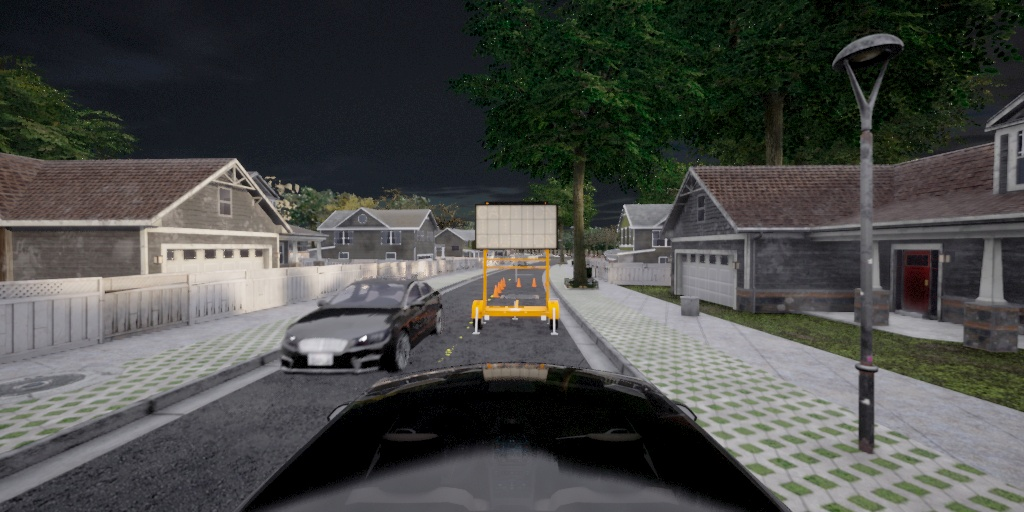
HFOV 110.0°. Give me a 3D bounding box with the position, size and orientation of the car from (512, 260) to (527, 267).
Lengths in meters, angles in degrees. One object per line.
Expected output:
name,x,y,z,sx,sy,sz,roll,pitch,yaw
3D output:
car,1.165,1.293,54.471,1.994,1.385,4.181,0,0,8

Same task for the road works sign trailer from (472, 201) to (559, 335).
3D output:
road works sign trailer,0.129,0.217,10.547,2.380,3.560,2.880,0,0,2

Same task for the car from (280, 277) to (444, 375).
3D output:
car,-2.740,1.242,7.671,2.128,1.511,4.902,0,0,1
